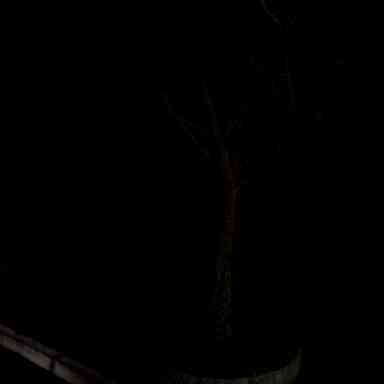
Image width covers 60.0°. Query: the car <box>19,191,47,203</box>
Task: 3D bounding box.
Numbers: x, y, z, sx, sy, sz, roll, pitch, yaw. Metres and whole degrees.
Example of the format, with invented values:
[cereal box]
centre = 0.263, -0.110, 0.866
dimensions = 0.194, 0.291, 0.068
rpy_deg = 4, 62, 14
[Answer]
[car]
centre = -20.020, 0.923, 40.784
dimensions = 2.150, 2.045, 5.566
rpy_deg = 1, 0, 32
